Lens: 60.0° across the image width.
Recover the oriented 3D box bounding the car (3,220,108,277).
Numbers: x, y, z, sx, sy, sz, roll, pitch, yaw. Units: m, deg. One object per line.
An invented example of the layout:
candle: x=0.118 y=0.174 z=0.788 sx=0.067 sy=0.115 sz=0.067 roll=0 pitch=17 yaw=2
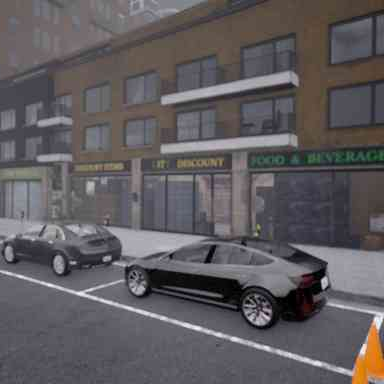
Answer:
car: x=-4.016 y=1.518 z=10.040 sx=4.403 sy=1.369 sz=2.008 roll=0 pitch=1 yaw=35

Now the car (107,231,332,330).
car: x=0.535 y=1.552 z=6.801 sx=4.313 sy=1.339 sz=1.947 roll=0 pitch=1 yaw=35

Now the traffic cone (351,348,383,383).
traffic cone: x=1.697 y=1.952 z=3.356 sx=0.340 sy=0.580 sz=0.340 roll=0 pitch=0 yaw=35

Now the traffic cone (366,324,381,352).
traffic cone: x=2.276 y=1.952 z=4.171 sx=0.340 sy=0.580 sz=0.340 roll=0 pitch=0 yaw=35
